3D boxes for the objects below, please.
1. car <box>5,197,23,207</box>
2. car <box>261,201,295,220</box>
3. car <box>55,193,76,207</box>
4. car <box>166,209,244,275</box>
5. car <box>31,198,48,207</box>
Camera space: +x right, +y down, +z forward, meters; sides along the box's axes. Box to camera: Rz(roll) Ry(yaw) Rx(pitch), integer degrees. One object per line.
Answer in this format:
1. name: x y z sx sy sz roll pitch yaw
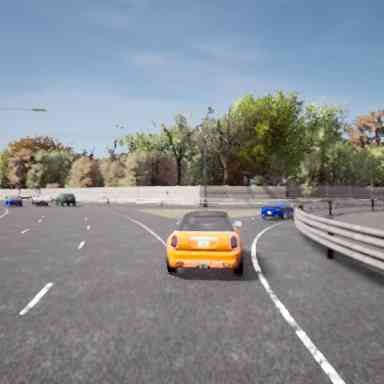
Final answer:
1. car: -27.911 1.537 52.110 1.882 1.535 5.008 0 0 -37
2. car: 7.612 1.508 28.847 1.882 1.535 5.008 0 0 34
3. car: -20.492 1.272 53.817 2.150 2.045 5.566 0 -1 -35
4. car: 0.540 1.363 10.724 2.097 1.767 4.553 0 0 6
5. car: -24.643 1.661 53.609 1.895 1.301 4.718 0 0 -36
